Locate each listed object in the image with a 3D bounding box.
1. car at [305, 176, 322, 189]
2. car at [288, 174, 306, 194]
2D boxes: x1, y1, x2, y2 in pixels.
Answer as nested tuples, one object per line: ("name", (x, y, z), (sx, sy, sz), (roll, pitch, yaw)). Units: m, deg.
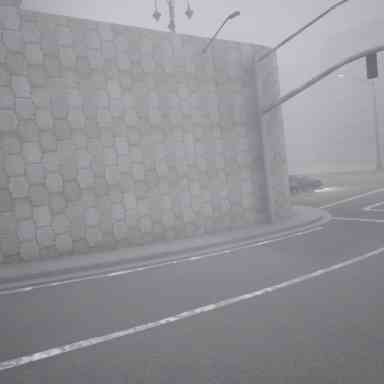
("car", (9.626, -0.901, 30.396), (1.994, 1.385, 4.181), (-10, 6, -34))
("car", (6.805, -0.598, 28.334), (2.097, 1.767, 4.553), (-10, 6, -35))
